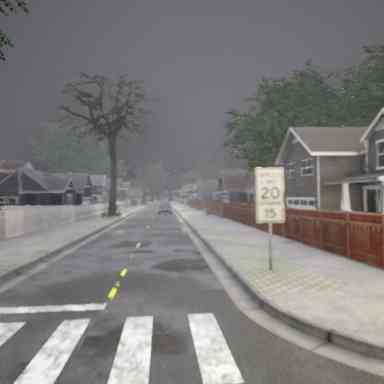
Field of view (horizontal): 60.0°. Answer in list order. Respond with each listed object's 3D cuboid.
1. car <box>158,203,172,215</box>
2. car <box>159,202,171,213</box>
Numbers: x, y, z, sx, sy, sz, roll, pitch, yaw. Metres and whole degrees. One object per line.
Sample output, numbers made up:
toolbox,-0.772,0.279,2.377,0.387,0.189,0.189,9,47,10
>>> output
car,-3.798,2.408,46.937,2.033,1.411,5.357,-1,-1,-4
car,-4.380,2.477,53.511,1.837,1.490,4.892,-1,-1,-5
